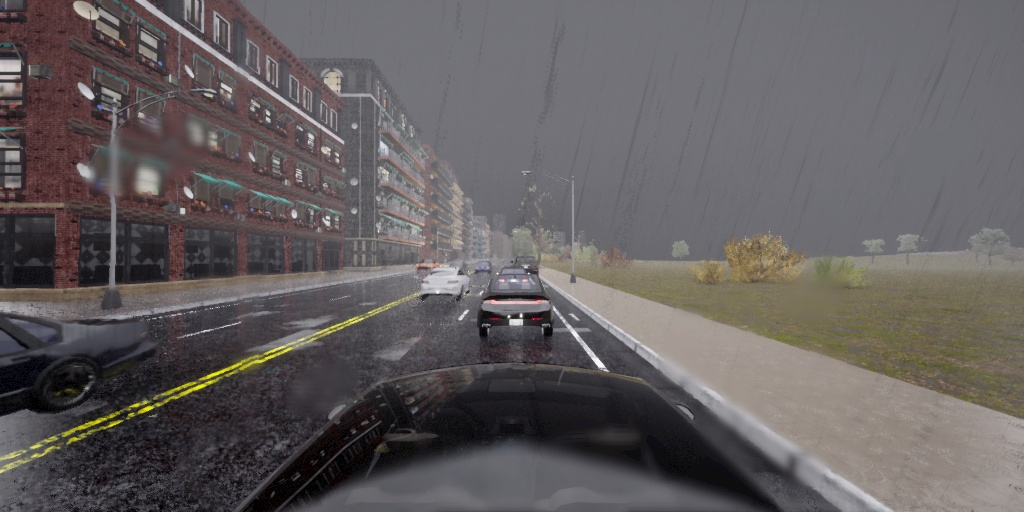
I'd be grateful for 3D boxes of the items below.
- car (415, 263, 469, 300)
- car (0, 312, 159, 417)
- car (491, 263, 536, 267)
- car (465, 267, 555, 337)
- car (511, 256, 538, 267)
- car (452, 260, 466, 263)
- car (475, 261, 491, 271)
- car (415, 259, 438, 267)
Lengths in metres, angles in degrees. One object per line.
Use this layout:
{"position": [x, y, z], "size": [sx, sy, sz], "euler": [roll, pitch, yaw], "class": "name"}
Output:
{"position": [-3.178, 1.278, 17.627], "size": [1.812, 1.442, 4.674], "euler": [0, 0, 0], "class": "car"}
{"position": [-6.601, 1.298, 3.317], "size": [2.033, 1.411, 5.357], "euler": [0, 0, 0], "class": "car"}
{"position": [0.072, 1.300, 20.732], "size": [2.033, 1.411, 5.357], "euler": [0, 0, 0], "class": "car"}
{"position": [0.087, 1.243, 10.292], "size": [2.128, 1.511, 4.902], "euler": [0, 0, 0], "class": "car"}
{"position": [1.088, 0.979, 30.944], "size": [2.150, 2.045, 5.566], "euler": [0, 0, 0], "class": "car"}
{"position": [-6.673, 1.245, 44.573], "size": [2.128, 1.511, 4.902], "euler": [0, 0, 0], "class": "car"}
{"position": [-3.216, 1.300, 41.471], "size": [2.033, 1.411, 5.357], "euler": [0, 0, 0], "class": "car"}
{"position": [-9.919, 1.105, 42.145], "size": [2.097, 1.767, 4.553], "euler": [0, 0, 0], "class": "car"}
